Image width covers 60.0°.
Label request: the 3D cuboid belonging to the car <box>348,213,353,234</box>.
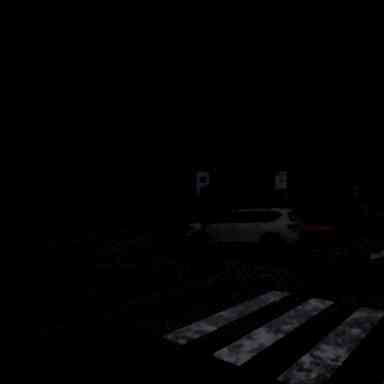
[{"bbox_3d":[8.213,2.347,22.966,4.674,1.452,2.002,-2,-3,20],"label":"car"}]

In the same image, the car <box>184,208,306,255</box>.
[{"bbox_3d":[2.392,1.811,16.072,5.566,2.045,2.435,-2,-2,20],"label":"car"}]

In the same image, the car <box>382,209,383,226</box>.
[{"bbox_3d":[15.959,2.674,32.144,4.674,1.452,2.002,-2,-3,20],"label":"car"}]

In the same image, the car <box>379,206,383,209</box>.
[{"bbox_3d":[17.925,2.590,34.426,4.553,1.767,2.185,-2,-3,20],"label":"car"}]

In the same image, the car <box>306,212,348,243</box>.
[{"bbox_3d":[6.459,2.218,20.601,5.366,1.575,1.946,-2,-3,20],"label":"car"}]

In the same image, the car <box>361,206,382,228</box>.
[{"bbox_3d":[13.993,2.428,29.875,4.553,1.767,2.185,-2,-3,20],"label":"car"}]

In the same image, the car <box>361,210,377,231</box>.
[{"bbox_3d":[12.089,2.470,27.549,5.008,1.535,2.097,-2,-3,20],"label":"car"}]

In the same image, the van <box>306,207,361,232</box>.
[{"bbox_3d":[10.036,2.166,25.306,4.442,1.987,1.878,-2,-3,20],"label":"van"}]

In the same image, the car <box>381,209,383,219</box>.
[{"bbox_3d":[31.474,3.356,50.467,4.674,1.452,2.002,-2,-3,20],"label":"car"}]
